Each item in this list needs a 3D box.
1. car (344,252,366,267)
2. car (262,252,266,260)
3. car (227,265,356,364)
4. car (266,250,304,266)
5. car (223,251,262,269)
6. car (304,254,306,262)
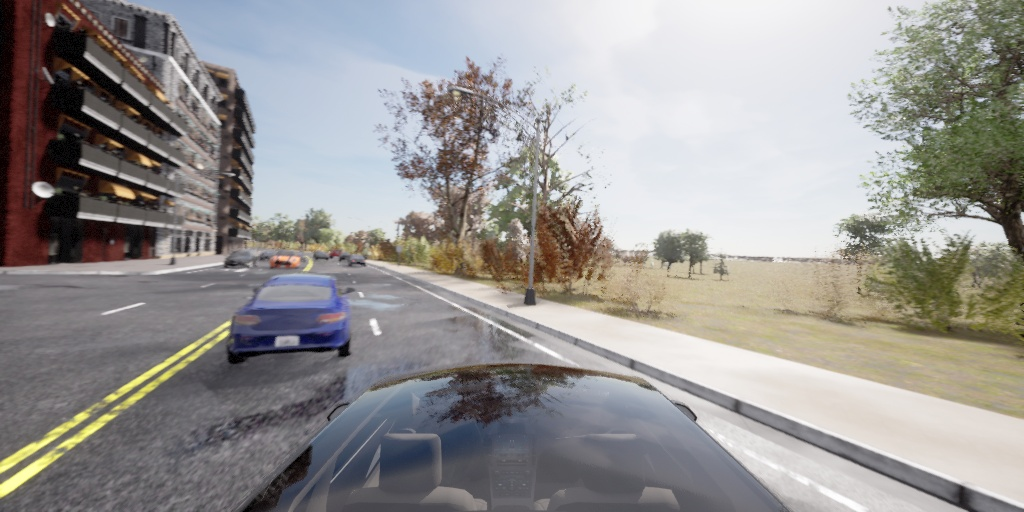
[{"bbox_3d":[-19.352,0.548,44.658,2.033,1.411,5.357,3,0,-28],"label":"car"},{"bbox_3d":[-32.513,-0.014,48.154,1.994,1.385,4.181,3,0,-28],"label":"car"},{"bbox_3d":[-4.389,1.096,7.561,1.812,1.442,4.674,3,0,-25],"label":"car"},{"bbox_3d":[-20.559,0.271,32.640,2.097,1.767,4.553,3,0,-27],"label":"car"},{"bbox_3d":[-23.422,0.293,31.098,1.837,1.490,4.892,3,0,-27],"label":"car"},{"bbox_3d":[-29.442,0.125,49.307,1.994,1.385,4.181,3,0,-28],"label":"car"}]
